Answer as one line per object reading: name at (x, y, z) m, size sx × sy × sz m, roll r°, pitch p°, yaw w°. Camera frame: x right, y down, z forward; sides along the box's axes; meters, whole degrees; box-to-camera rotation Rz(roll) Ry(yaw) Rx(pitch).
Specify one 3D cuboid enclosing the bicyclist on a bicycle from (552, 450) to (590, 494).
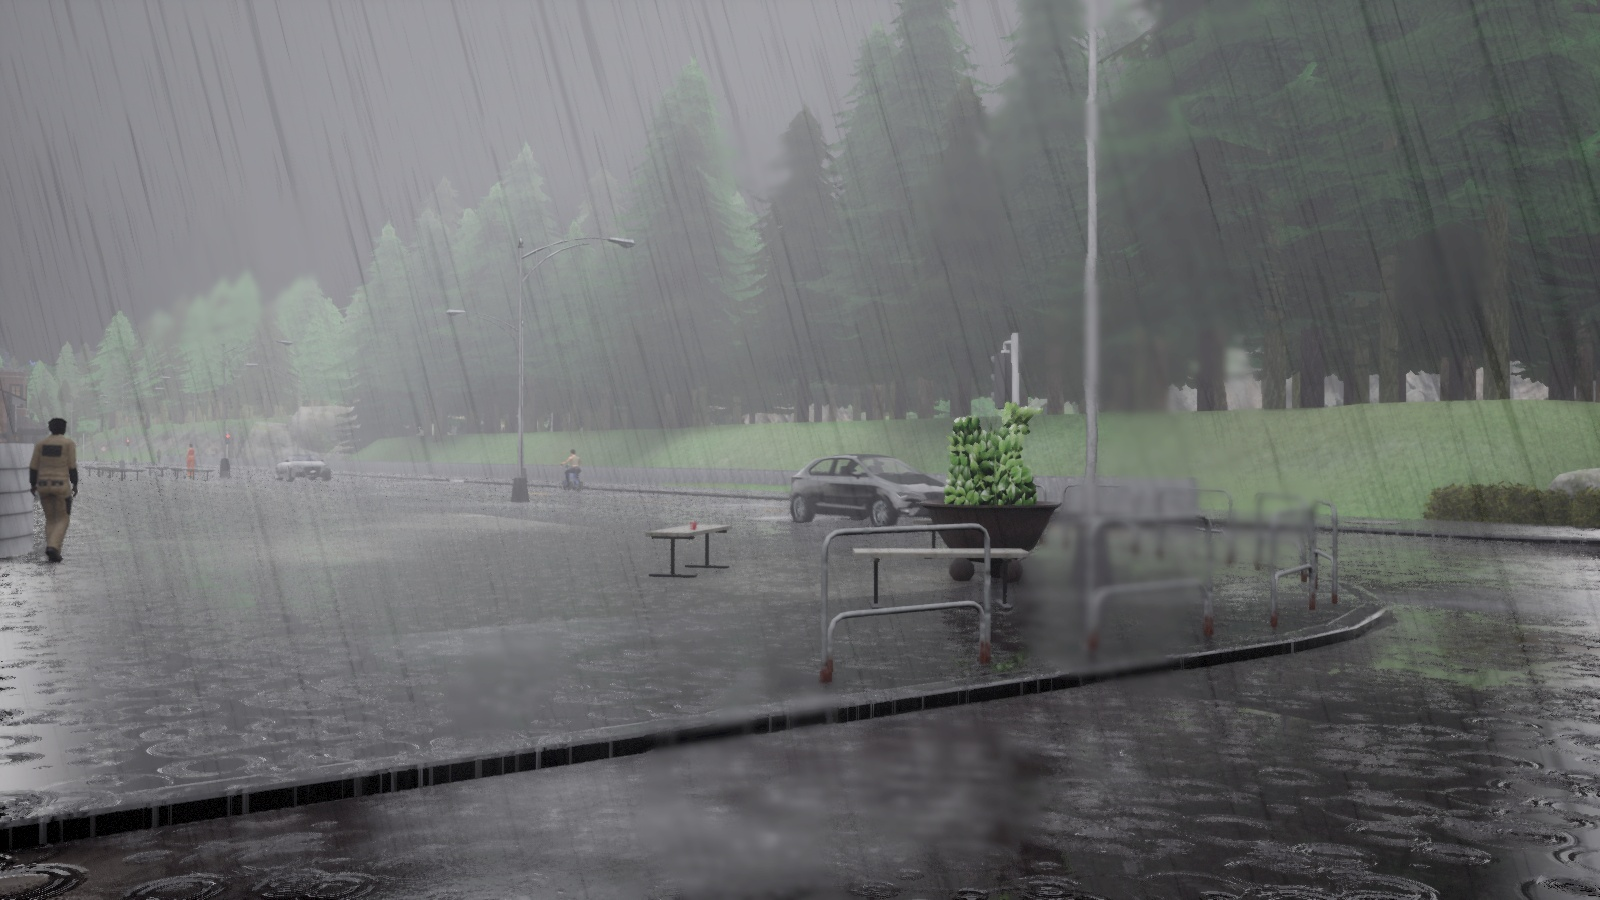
bicyclist on a bicycle at (-8.653, 0.816, 47.469) m, size 0.866 × 1.612 × 1.509 m, roll 0°, pitch 0°, yaw -35°

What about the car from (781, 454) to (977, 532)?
car at (1.543, 0.819, 25.941) m, size 1.816 × 1.474 × 4.193 m, roll 0°, pitch 0°, yaw -35°

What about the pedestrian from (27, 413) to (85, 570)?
pedestrian at (-9.396, 0.513, 15.871) m, size 0.396 × 1.930 × 0.692 m, roll 0°, pitch 0°, yaw -8°

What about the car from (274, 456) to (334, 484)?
car at (-25.551, 1.021, 64.617) m, size 1.994 × 1.385 × 4.181 m, roll 0°, pitch 0°, yaw -35°

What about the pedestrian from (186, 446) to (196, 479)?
pedestrian at (-33.839, 0.697, 69.729) m, size 0.345 × 1.836 × 0.594 m, roll 0°, pitch 0°, yaw -41°
